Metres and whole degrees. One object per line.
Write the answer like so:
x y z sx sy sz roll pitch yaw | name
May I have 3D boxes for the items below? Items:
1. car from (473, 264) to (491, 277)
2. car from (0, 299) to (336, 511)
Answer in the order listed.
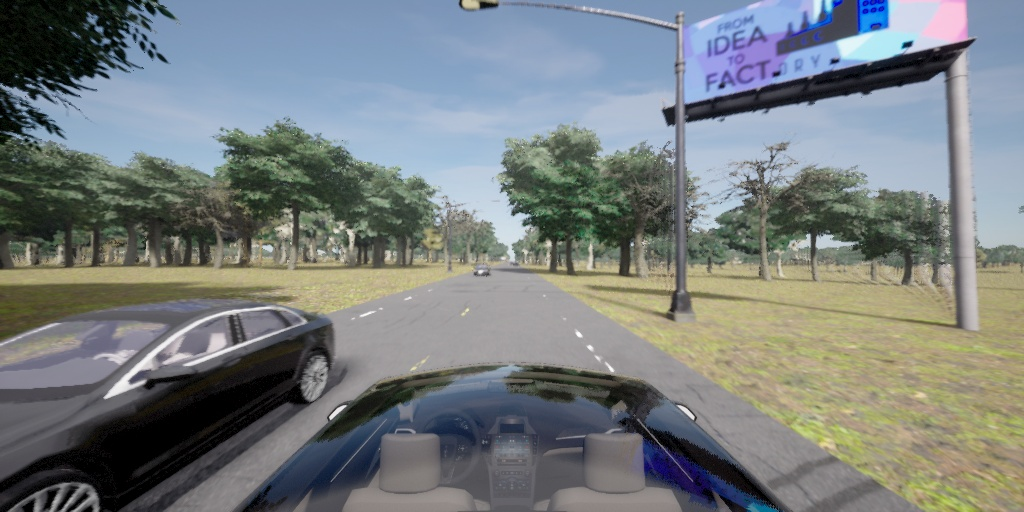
-3.543 1.666 43.138 2.128 1.511 4.902 0 -1 0 | car
-3.600 1.256 3.531 2.128 1.511 4.902 0 -1 0 | car
